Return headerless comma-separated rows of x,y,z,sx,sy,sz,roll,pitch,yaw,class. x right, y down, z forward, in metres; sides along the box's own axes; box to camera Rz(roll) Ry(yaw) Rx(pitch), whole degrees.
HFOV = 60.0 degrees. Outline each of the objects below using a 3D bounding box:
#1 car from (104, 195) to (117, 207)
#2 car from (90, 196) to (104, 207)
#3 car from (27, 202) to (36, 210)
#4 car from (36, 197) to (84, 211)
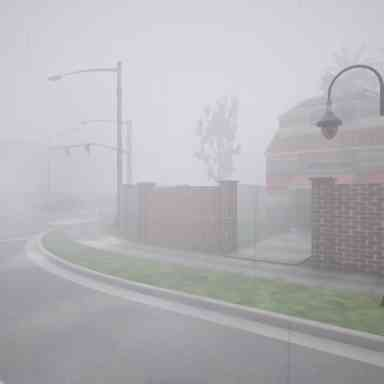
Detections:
-9.412,1.285,46.028,1.812,1.442,4.674,0,1,37,car
-12.321,1.268,47.977,1.837,1.490,4.892,0,1,37,car
-17.720,1.397,40.829,1.812,1.442,4.674,0,1,37,car
-14.990,1.373,38.642,1.837,1.490,4.892,0,1,36,car
